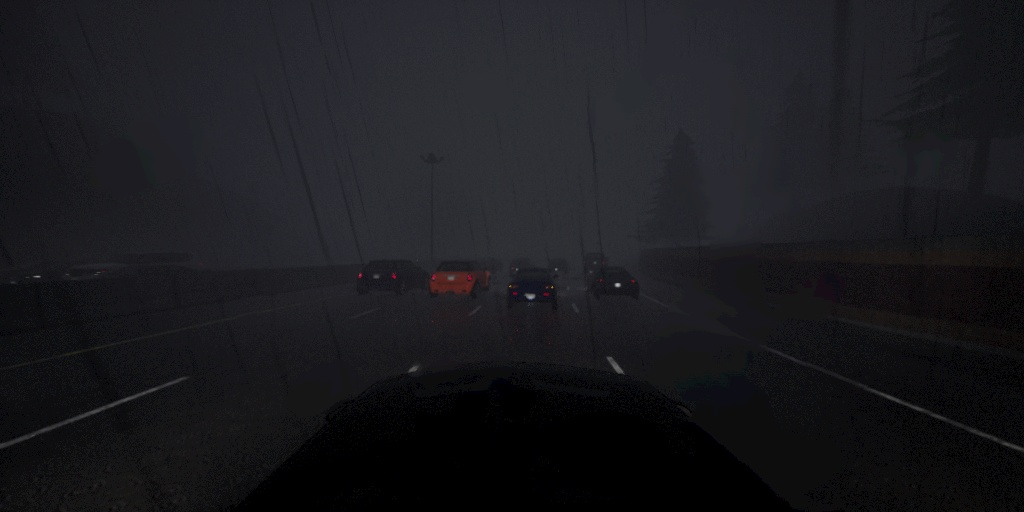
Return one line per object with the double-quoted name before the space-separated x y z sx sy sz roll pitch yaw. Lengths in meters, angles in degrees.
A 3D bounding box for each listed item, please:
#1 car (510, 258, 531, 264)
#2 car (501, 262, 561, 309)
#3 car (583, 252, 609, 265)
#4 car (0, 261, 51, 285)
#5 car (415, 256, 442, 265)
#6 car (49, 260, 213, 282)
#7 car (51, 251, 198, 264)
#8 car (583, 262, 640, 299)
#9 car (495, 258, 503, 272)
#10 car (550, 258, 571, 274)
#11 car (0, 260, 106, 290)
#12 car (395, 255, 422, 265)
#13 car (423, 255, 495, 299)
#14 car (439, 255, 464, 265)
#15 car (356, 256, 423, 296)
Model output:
"car" 1.044 0.934 35.128 1.837 1.490 4.892 0 1 14
"car" 0.859 1.156 14.303 1.812 1.442 4.674 0 1 6
"car" 8.003 0.686 34.198 2.150 2.045 5.566 0 1 15
"car" -23.395 0.981 19.442 2.128 1.511 4.902 0 1 7
"car" -13.575 0.746 58.673 1.895 1.301 4.718 0 1 21
"car" -16.711 1.090 16.588 2.033 1.411 5.357 0 1 6
"car" -19.914 0.725 19.315 2.150 2.045 5.566 0 1 7
"car" 4.714 1.181 17.170 1.994 1.385 4.181 0 1 7
"car" -2.289 0.883 36.210 1.882 1.535 5.008 0 1 14
"car" 4.628 0.948 35.037 1.837 1.490 4.892 0 1 14
"car" -26.798 0.993 20.407 1.812 1.442 4.674 0 1 7
"car" -17.054 0.651 59.374 1.812 1.442 4.674 0 1 21
"car" -2.330 0.943 17.186 2.097 1.767 4.553 0 1 6
"car" -9.830 0.665 58.561 1.837 1.490 4.892 0 1 22
"car" -5.753 0.921 17.930 2.097 1.767 4.553 0 0 6
